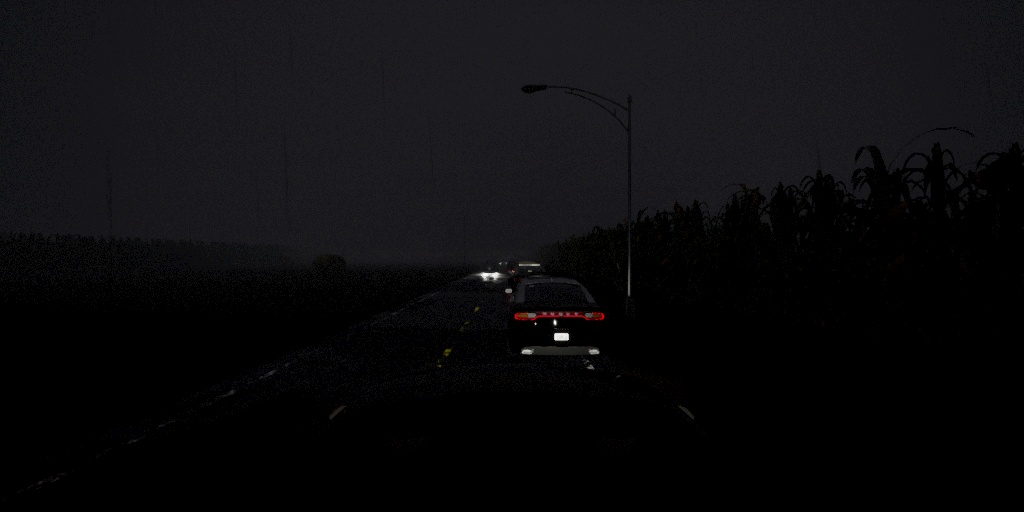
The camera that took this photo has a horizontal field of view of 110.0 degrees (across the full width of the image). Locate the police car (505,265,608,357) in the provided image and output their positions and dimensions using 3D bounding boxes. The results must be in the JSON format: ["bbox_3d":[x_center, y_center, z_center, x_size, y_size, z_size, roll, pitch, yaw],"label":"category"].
[{"bbox_3d":[0.858,1.173,8.709,1.930,1.638,5.238,0,0,0],"label":"police car"}]

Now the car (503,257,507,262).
[{"bbox_3d":[0.275,1.179,51.222,2.128,1.511,4.902,0,0,1],"label":"car"}]

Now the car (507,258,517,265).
[{"bbox_3d":[0.926,1.084,24.568,2.097,1.767,4.553,0,0,0],"label":"car"}]

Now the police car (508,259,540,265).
[{"bbox_3d":[0.901,1.166,18.709,1.930,1.638,5.238,0,0,0],"label":"police car"}]

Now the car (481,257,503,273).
[{"bbox_3d":[-2.567,1.196,43.346,2.128,1.511,4.902,0,0,0],"label":"car"}]
